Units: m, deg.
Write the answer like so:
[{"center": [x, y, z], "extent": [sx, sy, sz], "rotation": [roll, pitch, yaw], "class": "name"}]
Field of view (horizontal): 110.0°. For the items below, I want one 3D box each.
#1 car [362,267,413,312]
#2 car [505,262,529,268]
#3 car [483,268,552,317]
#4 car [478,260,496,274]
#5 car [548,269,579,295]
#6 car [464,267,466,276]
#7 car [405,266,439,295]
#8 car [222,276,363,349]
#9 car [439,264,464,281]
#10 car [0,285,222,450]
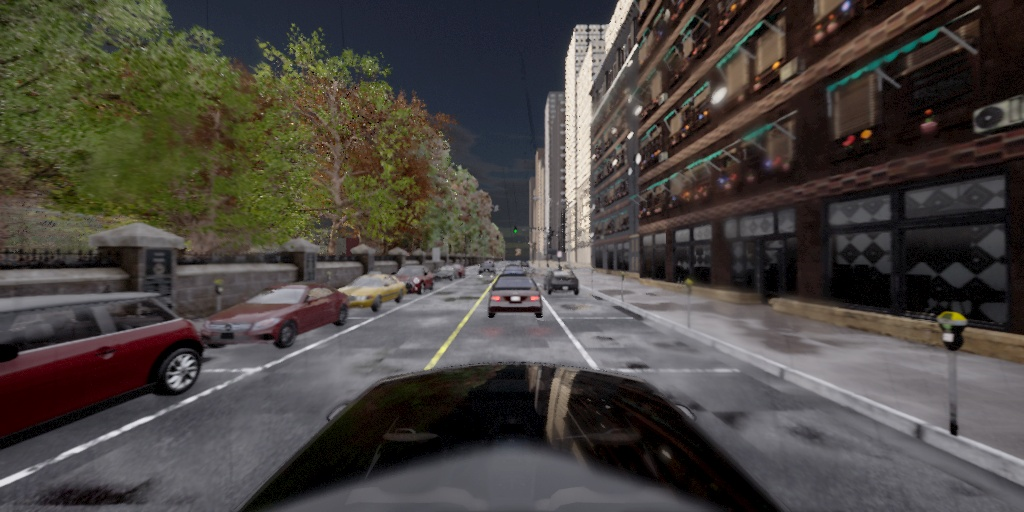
[{"center": [-5.686, 1.342, 14.624], "extent": [1.751, 1.417, 4.829], "rotation": [0, 0, 0], "class": "car"}, {"center": [0.113, 1.442, 29.828], "extent": [2.033, 1.411, 5.357], "rotation": [0, 0, 0], "class": "car"}, {"center": [0.105, 1.356, 13.364], "extent": [2.033, 1.411, 5.357], "rotation": [0, 0, 0], "class": "car"}, {"center": [-2.984, 1.541, 44.247], "extent": [1.994, 1.385, 4.181], "rotation": [0, 0, 0], "class": "car"}, {"center": [2.696, 1.395, 20.332], "extent": [2.007, 1.370, 4.403], "rotation": [0, 0, 0], "class": "car"}, {"center": [-5.806, 1.478, 36.948], "extent": [1.888, 1.381, 4.507], "rotation": [0, 0, 0], "class": "car"}, {"center": [-5.684, 1.285, 20.333], "extent": [1.967, 1.591, 4.097], "rotation": [0, 0, 0], "class": "car"}, {"center": [-5.688, 1.370, 9.256], "extent": [1.802, 1.307, 4.207], "rotation": [0, 0, 0], "class": "car"}, {"center": [-5.757, 1.453, 31.408], "extent": [2.007, 1.370, 4.403], "rotation": [0, 0, 0], "class": "car"}, {"center": [-5.691, 1.200, 3.717], "extent": [1.967, 1.591, 4.097], "rotation": [0, 0, 0], "class": "car"}]
